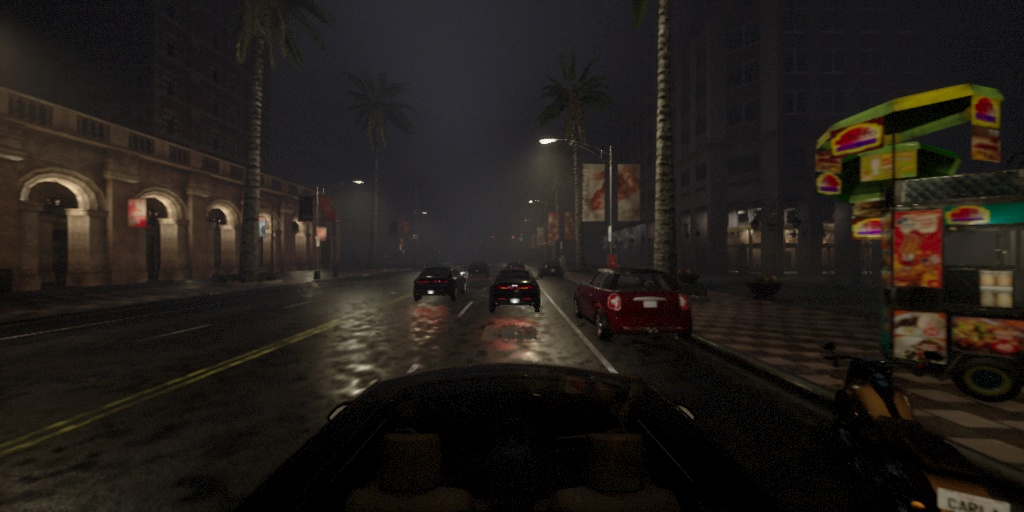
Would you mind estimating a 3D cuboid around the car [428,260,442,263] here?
[{"bbox_3d":[-10.136,1.259,46.427,1.837,1.490,4.892,0,0,1],"label":"car"}]

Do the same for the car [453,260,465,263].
[{"bbox_3d":[-6.647,1.228,45.869,2.128,1.511,4.902,0,0,1],"label":"car"}]

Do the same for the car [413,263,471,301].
[{"bbox_3d":[-3.352,1.250,17.319,1.837,1.490,4.892,0,0,1],"label":"car"}]

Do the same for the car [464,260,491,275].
[{"bbox_3d":[-3.155,1.217,35.139,1.882,1.535,5.008,0,0,1],"label":"car"}]

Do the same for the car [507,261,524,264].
[{"bbox_3d":[0.308,1.218,31.725,1.882,1.535,5.008,0,0,1],"label":"car"}]

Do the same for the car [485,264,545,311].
[{"bbox_3d":[0.112,1.251,14.405,1.837,1.490,4.892,0,0,0],"label":"car"}]
